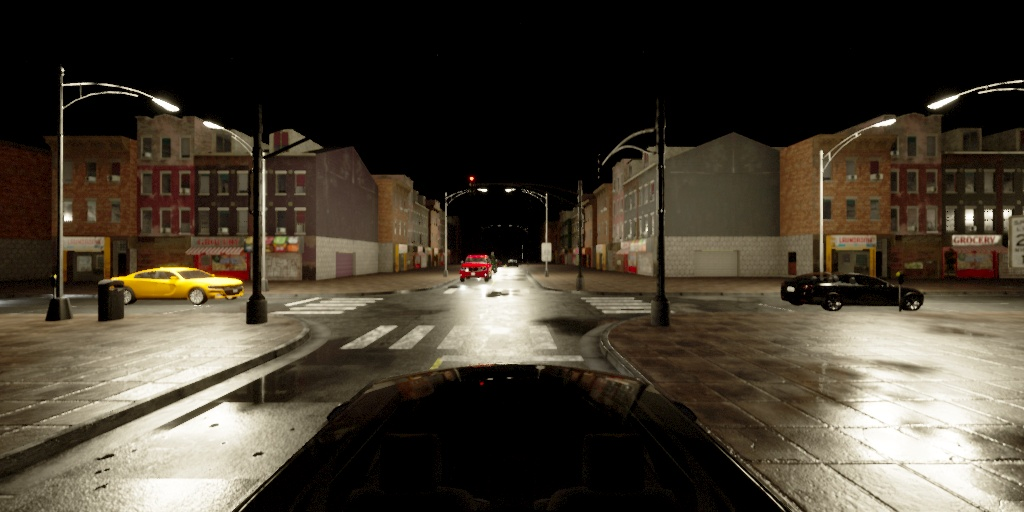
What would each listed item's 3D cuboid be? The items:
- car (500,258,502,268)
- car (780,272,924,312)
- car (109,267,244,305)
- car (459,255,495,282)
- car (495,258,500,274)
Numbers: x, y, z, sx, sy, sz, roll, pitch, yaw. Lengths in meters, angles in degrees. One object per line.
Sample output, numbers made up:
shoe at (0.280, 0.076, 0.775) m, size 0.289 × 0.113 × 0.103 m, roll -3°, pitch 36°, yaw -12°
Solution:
car at (-2.754, 1.351, 60.518) m, size 1.895 × 1.301 × 4.718 m, roll 0°, pitch 0°, yaw 1°
car at (12.357, 1.258, 13.210) m, size 4.313 × 1.339 × 1.948 m, roll 0°, pitch 0°, yaw 0°
car at (-14.589, 1.261, 15.759) m, size 5.008 × 1.535 × 1.882 m, roll 0°, pitch 0°, yaw 2°
car at (-2.825, 0.964, 29.008) m, size 2.150 × 2.045 × 5.566 m, roll 0°, pitch 0°, yaw 1°
car at (-2.816, 0.967, 41.317) m, size 2.150 × 2.045 × 5.566 m, roll 0°, pitch 0°, yaw 0°
